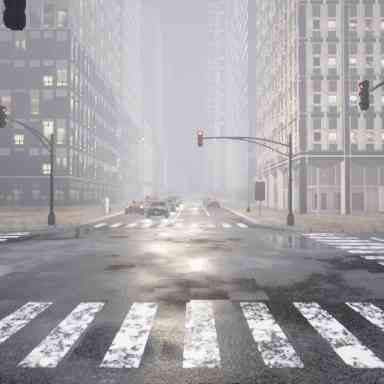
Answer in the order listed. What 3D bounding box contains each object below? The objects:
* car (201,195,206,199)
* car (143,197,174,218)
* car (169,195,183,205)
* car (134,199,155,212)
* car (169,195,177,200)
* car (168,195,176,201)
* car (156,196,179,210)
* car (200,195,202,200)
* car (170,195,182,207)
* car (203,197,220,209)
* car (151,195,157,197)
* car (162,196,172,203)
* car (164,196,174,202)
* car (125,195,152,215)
[{"bbox_3d":[2.917,1.547,56.270,1.752,1.417,4.829,1,0,0],"label":"car"},{"bbox_3d":[-2.985,1.516,30.302,1.837,1.490,4.892,0,0,0],"label":"car"},{"bbox_3d":[-2.823,1.375,59.738,2.097,1.767,4.553,0,0,1],"label":"car"},{"bbox_3d":[-5.529,1.597,39.339,1.802,1.307,4.206,1,0,0],"label":"car"},{"bbox_3d":[-5.318,1.605,95.090,1.947,1.339,4.313,1,0,0],"label":"car"},{"bbox_3d":[-5.339,1.587,89.515,2.008,1.369,4.403,1,0,0],"label":"car"},{"bbox_3d":[-2.949,1.520,39.751,1.837,1.490,4.892,0,0,0],"label":"car"},{"bbox_3d":[2.936,1.590,61.677,1.947,1.339,4.313,1,0,0],"label":"car"},{"bbox_3d":[-2.906,1.370,49.650,2.097,1.767,4.553,0,0,0],"label":"car"},{"bbox_3d":[2.872,1.599,44.944,1.802,1.307,4.206,1,0,0],"label":"car"},{"bbox_3d":[-5.502,1.332,44.914,2.192,1.841,5.009,1,0,0],"label":"car"},{"bbox_3d":[-5.402,1.573,72.790,1.887,1.381,4.507,1,0,0],"label":"car"},{"bbox_3d":[-5.381,1.582,78.365,2.008,1.369,4.403,1,0,0],"label":"car"},{"bbox_3d":[-5.547,1.453,33.764,1.967,1.590,4.097,1,0,0],"label":"car"}]
